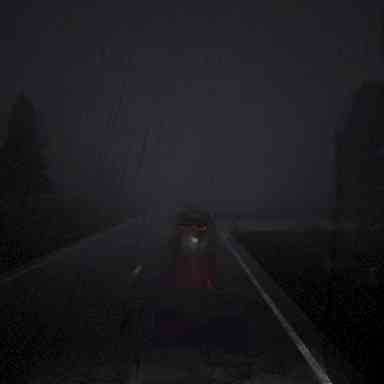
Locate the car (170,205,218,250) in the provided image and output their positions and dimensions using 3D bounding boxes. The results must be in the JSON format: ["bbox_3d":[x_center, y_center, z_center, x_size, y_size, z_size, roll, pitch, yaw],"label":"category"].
[{"bbox_3d":[0.090,1.549,14.636,1.837,1.490,4.892,0,0,0],"label":"car"}]

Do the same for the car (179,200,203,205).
[{"bbox_3d":[0.098,1.655,29.882,1.994,1.385,4.181,0,0,0],"label":"car"}]

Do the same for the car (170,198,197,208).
[{"bbox_3d":[-0.774,1.620,46.639,5.008,1.535,1.882,0,-1,-35],"label":"car"}]
